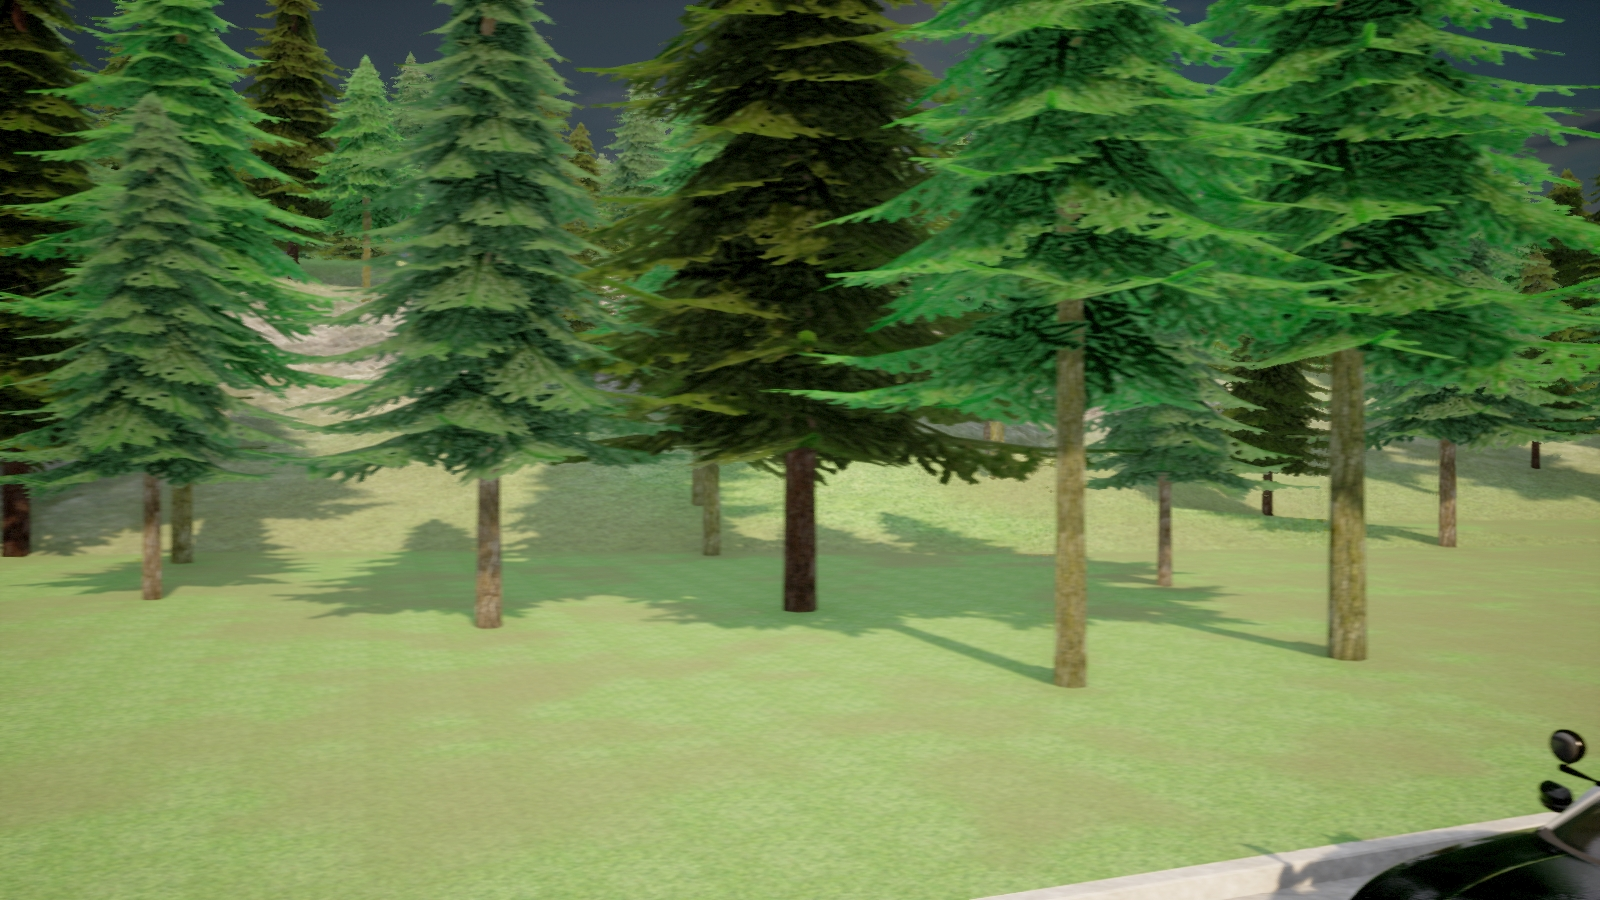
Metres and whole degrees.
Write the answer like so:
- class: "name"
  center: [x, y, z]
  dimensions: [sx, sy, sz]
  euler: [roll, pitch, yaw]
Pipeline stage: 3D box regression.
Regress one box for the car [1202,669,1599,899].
- class: "car"
  center: [4.659, 1.984, 5.112]
  dimensions: [5.238, 1.638, 2.097]
  euler: [-1, 0, -20]
